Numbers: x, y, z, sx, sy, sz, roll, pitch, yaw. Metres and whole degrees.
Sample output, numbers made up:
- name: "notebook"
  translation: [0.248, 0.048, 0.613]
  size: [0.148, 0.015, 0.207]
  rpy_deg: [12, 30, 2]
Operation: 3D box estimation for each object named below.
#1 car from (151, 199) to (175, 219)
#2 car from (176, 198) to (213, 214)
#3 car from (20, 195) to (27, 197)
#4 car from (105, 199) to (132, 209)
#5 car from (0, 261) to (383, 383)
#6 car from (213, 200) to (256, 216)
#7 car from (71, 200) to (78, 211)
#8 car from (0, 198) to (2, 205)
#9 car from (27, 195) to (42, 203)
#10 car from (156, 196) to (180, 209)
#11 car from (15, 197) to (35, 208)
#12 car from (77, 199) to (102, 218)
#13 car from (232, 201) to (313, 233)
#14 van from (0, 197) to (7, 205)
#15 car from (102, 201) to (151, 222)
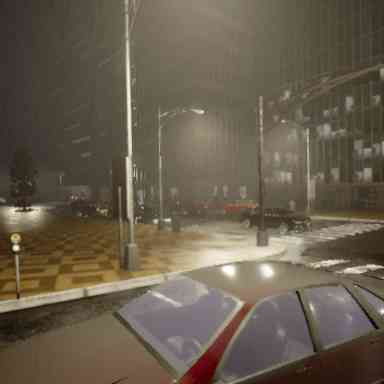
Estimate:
- name: "car"
  translation: [-3.926, 1.698, 30.976]
  size: [1.994, 1.385, 4.181]
  rpy_deg: [-2, 1, -41]
- name: "car"
  translation: [0.579, 1.581, 34.617]
  size: [1.802, 1.307, 4.206]
  rpy_deg: [-2, 1, -41]
- name: "car"
  translation: [-40.015, 1.904, 81.676]
  size: [1.887, 1.381, 4.507]
  rpy_deg: [-2, 1, -41]
- name: "car"
  translation: [-10.492, 1.665, 47.451]
  size: [1.947, 1.339, 4.313]
  rpy_deg: [-2, 1, -41]
- name: "car"
  translation: [0.576, 1.540, 3.494]
  size: [5.357, 1.411, 2.033]
  rpy_deg: [0, 0, -30]
- name: "car"
  translation: [4.267, 1.406, 30.338]
  size: [1.967, 1.590, 4.097]
  rpy_deg: [-2, 1, -41]
- name: "car"
  translation: [-13.889, 1.703, 42.559]
  size: [1.882, 1.535, 5.008]
  rpy_deg: [-2, 1, -40]
- name: "car"
  translation: [-42.546, 2.048, 71.782]
  size: [1.752, 1.417, 4.829]
  rpy_deg: [-2, 1, -41]
- name: "car"
  translation: [-36.325, 1.894, 77.397]
  size: [1.947, 1.339, 4.313]
  rpy_deg: [-2, 1, -41]
- name: "car"
  translation: [-3.119, 1.348, 38.889]
  size: [2.192, 1.841, 5.009]
  rpy_deg: [-2, 1, -41]
- name: "car"
  translation: [-27.919, 1.977, 54.822]
  size: [1.802, 1.307, 4.206]
  rpy_deg: [-2, 1, -41]
- name: "car"
  translation: [-9.502, 1.669, 33.458]
  size: [1.967, 1.590, 4.097]
  rpy_deg: [-2, 1, -41]
- name: "car"
  translation: [4.970, 1.563, 20.254]
  size: [1.837, 1.490, 4.892]
  rpy_deg: [-2, 1, -36]
- name: "van"
  translation: [-38.977, 1.833, 67.636]
  size: [1.690, 1.788, 3.998]
  rpy_deg: [-2, 1, -41]
- name: "car"
  translation: [-5.815, 1.762, 29.187]
  size: [1.947, 1.339, 4.313]
  rpy_deg: [-2, 1, -41]
